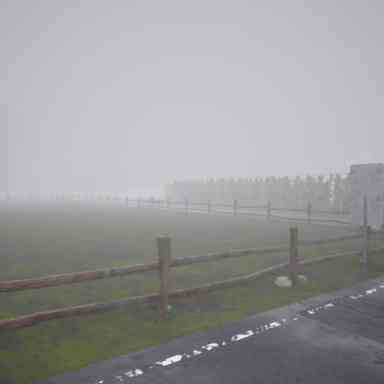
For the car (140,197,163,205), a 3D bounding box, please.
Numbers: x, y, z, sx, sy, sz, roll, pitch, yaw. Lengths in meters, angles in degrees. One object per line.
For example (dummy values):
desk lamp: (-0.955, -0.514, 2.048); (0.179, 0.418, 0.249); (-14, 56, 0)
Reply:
car: (-6.367, 1.375, 51.669); (1.895, 1.301, 4.718); (1, 0, -35)
